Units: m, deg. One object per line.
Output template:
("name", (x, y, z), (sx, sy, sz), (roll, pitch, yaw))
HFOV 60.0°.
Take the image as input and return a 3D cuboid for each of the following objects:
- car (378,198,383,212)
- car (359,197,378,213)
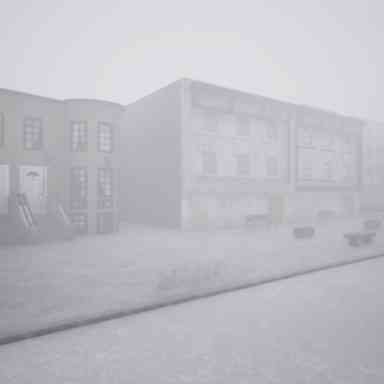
("car", (19.309, 1.352, 37.087), (2.242, 1.667, 4.611), (0, 0, -26))
("car", (16.921, 1.247, 35.094), (1.905, 1.878, 3.866), (0, 0, -26))
